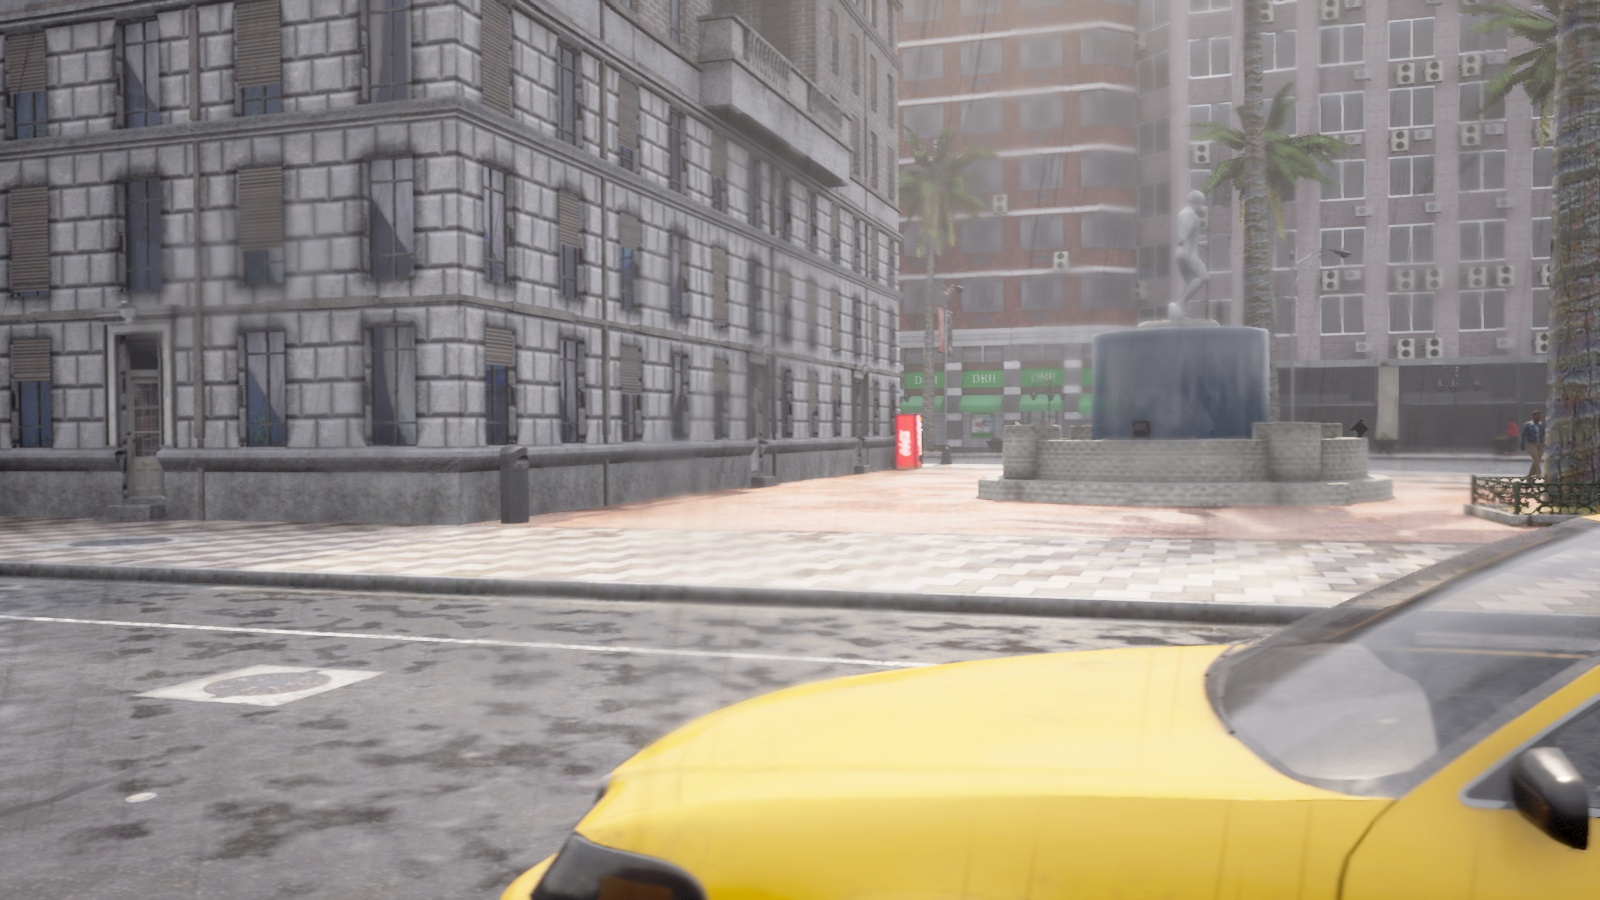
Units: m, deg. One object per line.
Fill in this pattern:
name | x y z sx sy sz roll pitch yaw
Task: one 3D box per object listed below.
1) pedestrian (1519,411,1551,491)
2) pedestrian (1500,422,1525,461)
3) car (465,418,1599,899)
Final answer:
pedestrian | 18.132 0.027 30.998 0.423 1.949 0.788 0 1 10
pedestrian | 34.106 -0.403 60.123 0.899 1.844 0.634 1 1 43
car | 2.186 0.732 2.444 5.366 1.575 1.801 0 1 18
